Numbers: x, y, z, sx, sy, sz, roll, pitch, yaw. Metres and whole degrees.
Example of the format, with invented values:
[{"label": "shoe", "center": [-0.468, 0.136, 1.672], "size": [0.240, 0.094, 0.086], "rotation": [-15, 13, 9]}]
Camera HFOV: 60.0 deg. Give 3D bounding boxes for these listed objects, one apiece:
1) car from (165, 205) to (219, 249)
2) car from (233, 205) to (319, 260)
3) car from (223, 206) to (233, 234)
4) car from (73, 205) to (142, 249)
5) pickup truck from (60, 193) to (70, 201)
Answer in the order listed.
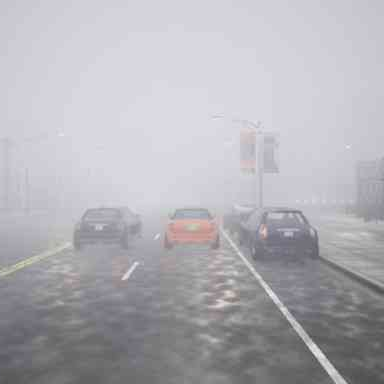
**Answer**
[{"label": "car", "center": [0.000, 1.365, 14.617], "size": [2.097, 1.767, 4.553], "rotation": [0, 0, 0]}, {"label": "car", "center": [3.040, 1.352, 12.632], "size": [2.185, 1.767, 4.553], "rotation": [0, 0, 0]}, {"label": "car", "center": [2.900, 1.478, 19.057], "size": [2.097, 1.535, 5.008], "rotation": [0, 0, 0]}, {"label": "car", "center": [-3.500, 1.365, 14.617], "size": [2.097, 1.767, 4.553], "rotation": [0, 0, 0]}, {"label": "pickup truck", "center": [-28.602, 1.088, 79.524], "size": [6.274, 2.098, 2.390], "rotation": [0, 0, 0]}]
